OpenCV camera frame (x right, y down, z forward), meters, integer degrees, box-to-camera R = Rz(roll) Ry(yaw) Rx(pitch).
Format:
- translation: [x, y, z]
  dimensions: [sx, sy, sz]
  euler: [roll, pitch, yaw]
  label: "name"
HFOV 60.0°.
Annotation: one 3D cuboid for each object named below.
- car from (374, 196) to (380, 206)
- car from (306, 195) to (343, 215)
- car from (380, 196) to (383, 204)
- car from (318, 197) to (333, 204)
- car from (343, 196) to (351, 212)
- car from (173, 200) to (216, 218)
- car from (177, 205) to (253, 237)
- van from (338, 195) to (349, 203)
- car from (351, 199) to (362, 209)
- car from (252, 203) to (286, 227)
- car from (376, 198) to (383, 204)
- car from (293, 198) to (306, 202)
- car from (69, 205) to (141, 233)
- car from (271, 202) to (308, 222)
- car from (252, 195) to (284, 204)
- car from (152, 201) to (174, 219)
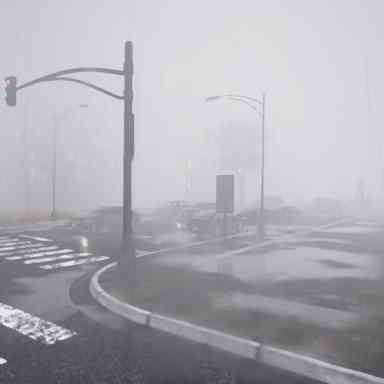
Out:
- translation: [34.902, 1.938, 64.821]
  dimensions: [1.752, 1.417, 4.829]
  euler: [1, 0, 36]
  label: "car"
- translation: [15.150, 1.567, 37.796]
  dimensions: [2.192, 1.841, 5.009]
  euler: [1, 0, 36]
  label: "car"
- translation: [41.378, 1.782, 73.630]
  dimensions: [2.192, 1.841, 5.009]
  euler: [1, 0, 36]
  label: "car"
- translation: [28.048, 1.845, 69.644]
  dimensions: [1.947, 1.339, 4.313]
  euler: [1, 0, 36]
  label: "car"
- translation: [18.409, 1.718, 42.289]
  dimensions: [1.967, 1.590, 4.097]
  euler: [1, 0, 36]
  label: "car"
- translation: [0.893, 1.587, 28.311]
  dimensions: [1.837, 1.490, 4.892]
  euler: [1, 0, 36]
  label: "car"
- translation: [1.448, 1.694, 19.078]
  dimensions: [2.008, 1.369, 4.403]
  euler: [1, 0, 36]
  label: "car"
- translation: [37.911, 1.702, 83.064]
  dimensions: [1.690, 1.788, 3.998]
  euler: [1, 0, 36]
  label: "van"
- translation: [24.941, 1.771, 51.264]
  dimensions: [1.967, 1.590, 4.097]
  euler: [1, 0, 36]
  label: "car"
- translation: [4.694, 1.735, 23.495]
  dimensions: [1.947, 1.339, 4.313]
  euler: [1, 0, 36]
  label: "car"
- translation: [44.662, 2.045, 78.103]
  dimensions: [2.008, 1.369, 4.403]
  euler: [1, 0, 36]
  label: "car"
- translation: [18.086, 1.723, 56.088]
  dimensions: [1.752, 1.417, 4.829]
  euler: [1, 0, 36]
  label: "car"
- translation: [-5.108, 1.561, 20.147]
  dimensions: [1.812, 1.442, 4.674]
  euler: [1, 0, 36]
  label: "car"
- translation: [7.939, 1.777, 27.912]
  dimensions: [1.802, 1.307, 4.206]
  euler: [1, 0, 36]
  label: "car"
- translation: [9.107, 1.372, 39.464]
  dimensions: [2.150, 2.045, 5.566]
  euler: [1, 0, 36]
  label: "car"
- translation: [-1.638, 1.477, 29.463]
  dimensions: [1.967, 1.590, 4.097]
  euler: [1, 0, 36]
  label: "car"
